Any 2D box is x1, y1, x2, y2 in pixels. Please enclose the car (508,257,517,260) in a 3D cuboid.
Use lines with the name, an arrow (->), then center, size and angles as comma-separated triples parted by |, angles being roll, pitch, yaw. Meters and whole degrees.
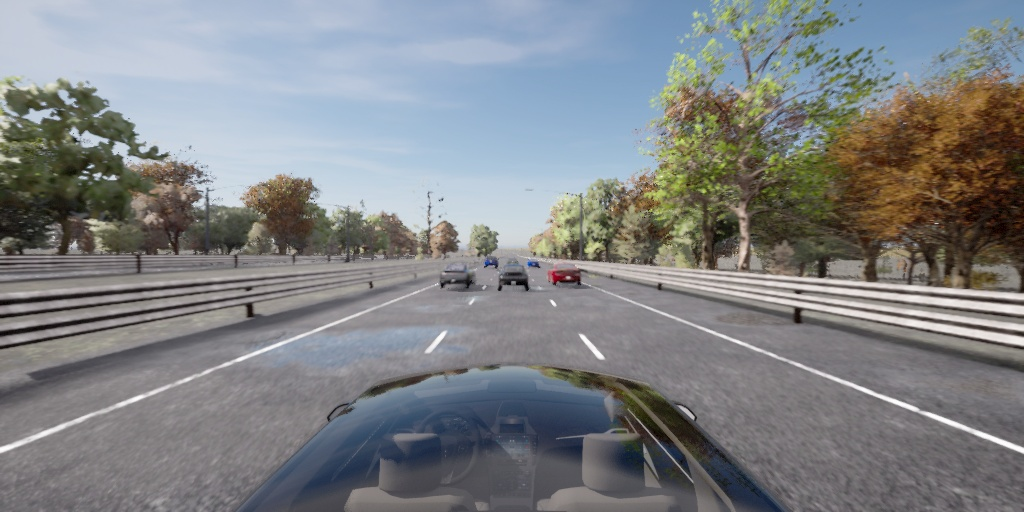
car -> 0.077, 1.096, 59.830 | 2.097, 1.767, 4.553 | 0, 0, 0

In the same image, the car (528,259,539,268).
car -> 3.576, 1.222, 61.773 | 1.882, 1.535, 5.008 | 0, 0, 0

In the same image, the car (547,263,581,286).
car -> 3.590, 1.226, 25.298 | 1.882, 1.535, 5.008 | 0, 0, 0

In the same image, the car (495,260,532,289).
car -> 0.090, 1.255, 22.845 | 1.837, 1.490, 4.892 | 0, 0, 0

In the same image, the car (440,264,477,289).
car -> -3.411, 1.240, 23.248 | 2.128, 1.511, 4.902 | 0, 0, 0

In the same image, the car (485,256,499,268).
car -> -3.423, 0.967, 60.805 | 2.150, 2.045, 5.566 | 0, 0, 0
